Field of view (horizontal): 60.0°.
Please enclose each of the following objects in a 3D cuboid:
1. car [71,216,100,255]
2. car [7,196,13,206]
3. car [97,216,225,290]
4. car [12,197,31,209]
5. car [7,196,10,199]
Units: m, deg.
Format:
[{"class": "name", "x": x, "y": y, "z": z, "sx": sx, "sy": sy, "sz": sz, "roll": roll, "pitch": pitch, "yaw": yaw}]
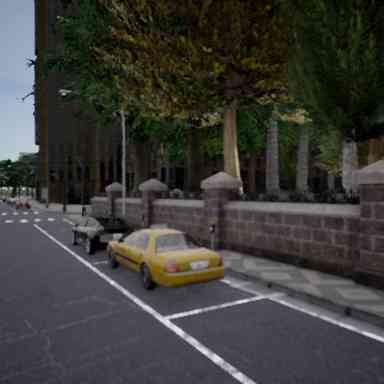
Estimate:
[{"class": "car", "x": -3.735, "y": 1.636, "z": 13.760, "sx": 1.947, "sy": 1.339, "sz": 4.313, "roll": 0, "pitch": 0, "yaw": -31}, {"class": "car", "x": -34.117, "y": 1.982, "z": 64.561, "sx": 2.008, "sy": 1.369, "sz": 4.403, "roll": 0, "pitch": 0, "yaw": -31}, {"class": "car", "x": -1.021, "y": 1.565, "z": 9.223, "sx": 1.752, "sy": 1.417, "sz": 4.829, "roll": 0, "pitch": 0, "yaw": -31}, {"class": "car", "x": -25.745, "y": 1.769, "z": 50.562, "sx": 1.967, "sy": 1.590, "sz": 4.097, "roll": 0, "pitch": 0, "yaw": -31}, {"class": "car", "x": -36.908, "y": 2.010, "z": 69.228, "sx": 1.887, "sy": 1.381, "sz": 4.507, "roll": 0, "pitch": 0, "yaw": -31}]
